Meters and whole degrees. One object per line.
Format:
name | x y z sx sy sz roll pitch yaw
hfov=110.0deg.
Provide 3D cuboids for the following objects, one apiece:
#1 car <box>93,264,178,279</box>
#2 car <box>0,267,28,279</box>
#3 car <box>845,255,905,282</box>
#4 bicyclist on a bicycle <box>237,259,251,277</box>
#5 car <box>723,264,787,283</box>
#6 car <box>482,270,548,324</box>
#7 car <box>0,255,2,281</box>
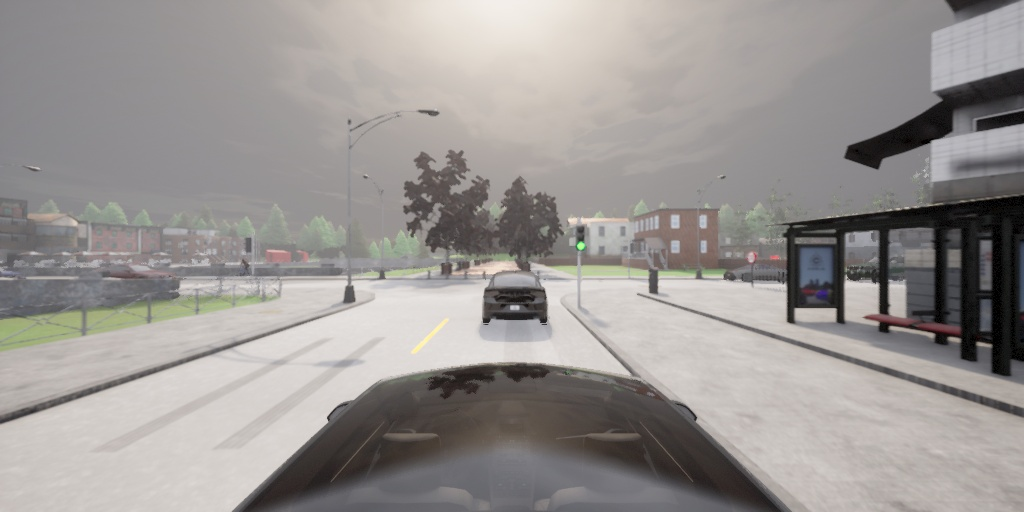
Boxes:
car | -24.296 1.236 23.032 4.674 1.442 1.812 0 0 0
car | -34.262 1.236 23.021 4.674 1.442 1.812 0 0 0
car | 28.628 0.922 27.234 5.566 2.045 2.150 0 0 0
bicyclist on a bicycle | -23.429 1.043 31.411 0.582 1.620 1.656 0 0 0
car | 18.448 1.265 27.234 4.181 1.385 1.994 0 0 0
car | 0.100 1.208 11.912 1.882 1.535 5.008 0 0 0
car | -42.858 0.926 27.105 5.566 2.045 2.150 0 0 0
